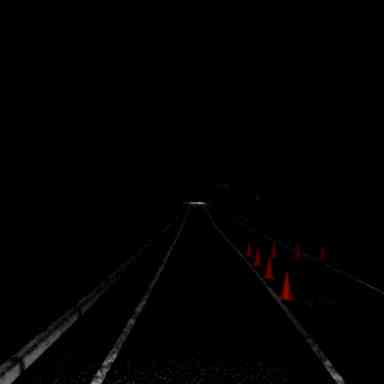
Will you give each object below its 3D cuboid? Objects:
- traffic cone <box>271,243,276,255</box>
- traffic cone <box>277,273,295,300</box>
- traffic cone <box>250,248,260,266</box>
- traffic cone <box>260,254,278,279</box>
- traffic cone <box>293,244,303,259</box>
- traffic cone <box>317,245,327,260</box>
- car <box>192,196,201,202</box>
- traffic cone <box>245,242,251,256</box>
[{"bbox_3d":[3.395,2.410,13.814,0.340,0.580,0.340,3,-2,2],"label":"traffic cone"},{"bbox_3d":[2.229,2.199,7.844,0.340,0.580,0.340,3,-1,2],"label":"traffic cone"},{"bbox_3d":[2.342,2.304,11.843,0.340,0.580,0.340,3,-2,2],"label":"traffic cone"},{"bbox_3d":[2.286,2.248,9.842,0.340,0.580,0.340,3,-1,2],"label":"traffic cone"},{"bbox_3d":[4.392,2.455,13.785,0.340,0.580,0.340,3,-2,2],"label":"traffic cone"},{"bbox_3d":[5.389,2.500,13.756,0.340,0.580,0.340,3,-2,2],"label":"traffic cone"},{"bbox_3d":[1.133,1.596,78.236,1.812,1.442,4.674,3,1,0],"label":"car"},{"bbox_3d":[2.397,2.365,13.850,0.340,0.580,0.340,3,-2,2],"label":"traffic cone"}]
